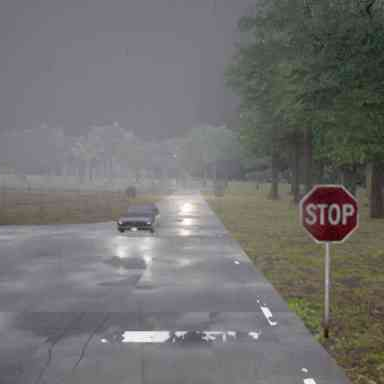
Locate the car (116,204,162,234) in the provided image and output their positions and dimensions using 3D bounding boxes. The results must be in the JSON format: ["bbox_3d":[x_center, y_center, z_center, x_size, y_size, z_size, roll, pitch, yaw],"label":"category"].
[{"bbox_3d":[-2.705,1.359,18.306,2.033,1.411,5.357,1,0,0],"label":"car"}]
